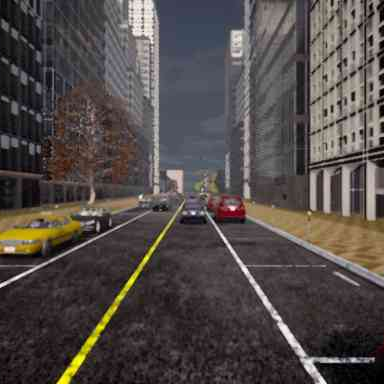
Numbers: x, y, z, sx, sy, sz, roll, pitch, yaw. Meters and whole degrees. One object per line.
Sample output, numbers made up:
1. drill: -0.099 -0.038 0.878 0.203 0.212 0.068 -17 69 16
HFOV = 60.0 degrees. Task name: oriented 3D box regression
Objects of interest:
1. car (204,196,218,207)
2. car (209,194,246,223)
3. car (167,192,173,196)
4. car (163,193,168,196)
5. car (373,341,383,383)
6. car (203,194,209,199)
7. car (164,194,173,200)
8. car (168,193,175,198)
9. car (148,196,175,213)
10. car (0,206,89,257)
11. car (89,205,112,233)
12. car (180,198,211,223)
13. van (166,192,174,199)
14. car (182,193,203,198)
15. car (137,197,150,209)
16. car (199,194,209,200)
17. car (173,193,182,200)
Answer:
1. car: 2.678 1.292 47.285 1.752 1.417 4.829 0 0 0
2. car: 2.687 1.200 24.346 2.192 1.841 5.009 0 0 0
3. car: -5.710 1.193 69.894 2.008 1.369 4.403 0 0 0
4. car: -5.706 1.288 58.508 1.802 1.307 4.206 0 0 0
5. car: 2.693 1.433 1.578 1.967 1.590 4.097 0 0 0
6. car: 2.683 1.143 35.731 2.192 1.841 5.009 0 0 0
7. car: -5.713 1.122 81.278 1.887 1.381 4.507 0 0 0
8. car: -5.717 1.092 92.663 1.802 1.307 4.206 0 0 0
9. car: -3.108 1.432 35.043 1.895 1.301 4.718 0 0 0
10. car: -5.692 1.466 12.800 1.752 1.417 4.829 0 0 0
11. car: -5.693 1.463 18.664 2.008 1.369 4.403 0 0 0
12. car: 0.092 1.432 24.447 2.033 1.411 5.357 0 0 0
13. van: -5.714 0.885 86.969 1.690 1.788 3.998 0 0 0
14. car: 0.089 1.226 41.929 2.033 1.649 4.856 0 1 0
15. car: -5.700 1.349 41.433 2.008 1.369 4.403 0 0 0
16. car: 2.669 1.176 75.576 1.947 1.339 4.313 0 0 0
17. car: -3.024 1.016 77.207 1.837 1.490 4.892 0 0 0
